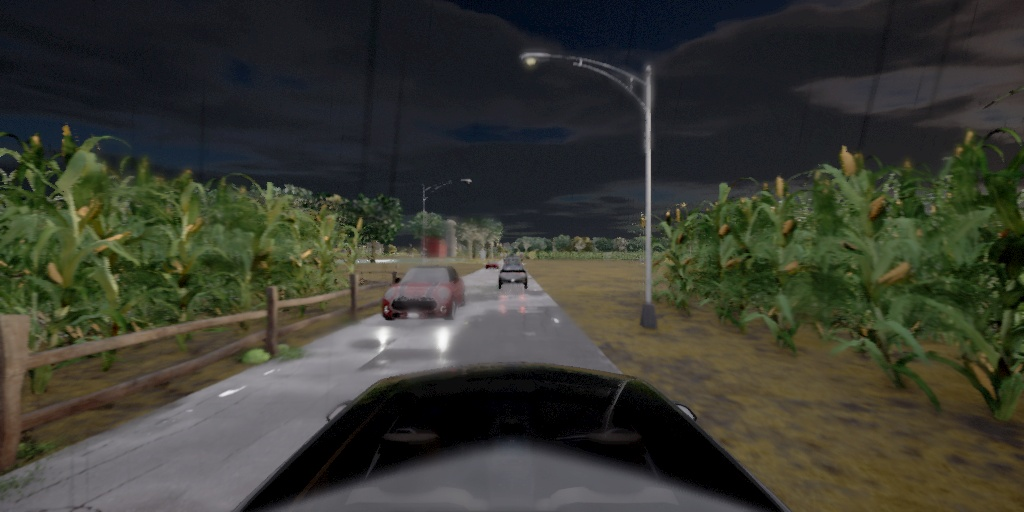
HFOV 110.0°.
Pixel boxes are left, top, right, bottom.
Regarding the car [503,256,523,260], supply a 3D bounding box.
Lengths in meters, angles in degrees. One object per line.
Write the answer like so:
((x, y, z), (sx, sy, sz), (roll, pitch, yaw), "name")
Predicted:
((0.108, 0.965, 43.646), (2.150, 2.045, 5.566), (0, 0, 0), "car")

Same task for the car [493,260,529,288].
((0.077, 1.247, 23.723), (2.128, 1.511, 4.902), (0, 0, 0), "car")

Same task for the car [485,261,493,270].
((-2.806, 1.334, 51.086), (1.895, 1.301, 4.718), (0, 0, 0), "car")

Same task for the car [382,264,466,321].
((-2.843, 1.105, 12.467), (2.097, 1.767, 4.553), (0, 0, -1), "car")
